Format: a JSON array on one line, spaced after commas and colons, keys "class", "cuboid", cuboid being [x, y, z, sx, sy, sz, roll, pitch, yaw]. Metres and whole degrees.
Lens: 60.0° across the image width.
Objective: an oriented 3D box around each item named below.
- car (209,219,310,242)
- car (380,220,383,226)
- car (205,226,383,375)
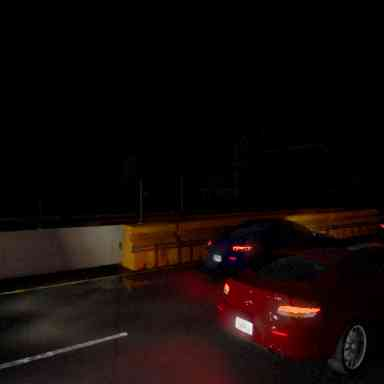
[{"class": "car", "cuboid": [2.525, 1.526, 9.851, 4.674, 1.442, 1.812, 0, 0, -36]}, {"class": "car", "cuboid": [10.854, 1.547, 15.790, 5.357, 1.411, 2.033, 0, 0, -36]}, {"class": "car", "cuboid": [2.525, 1.526, 5.555, 4.674, 1.442, 1.812, 0, 0, -36]}]
